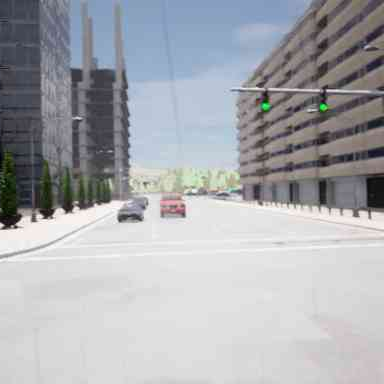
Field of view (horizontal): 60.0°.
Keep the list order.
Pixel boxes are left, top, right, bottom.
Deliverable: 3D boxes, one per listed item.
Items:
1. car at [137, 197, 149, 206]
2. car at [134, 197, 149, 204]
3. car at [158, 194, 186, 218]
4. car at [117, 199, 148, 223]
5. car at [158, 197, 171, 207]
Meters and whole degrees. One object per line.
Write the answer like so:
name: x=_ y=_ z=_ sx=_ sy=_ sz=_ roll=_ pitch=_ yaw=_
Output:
car: x=-8.313 y=1.546 z=56.274 sx=1.837 sy=1.490 sz=4.892 roll=-1 pitch=0 yaw=-7
car: x=-6.723 y=1.539 z=41.880 sx=1.837 sy=1.490 sz=4.892 roll=-1 pitch=0 yaw=-7
car: x=-1.840 y=1.186 z=30.083 sx=2.150 sy=2.045 sz=5.566 roll=-1 pitch=0 yaw=-7
car: x=-4.839 y=1.570 z=26.496 sx=2.033 sy=1.411 sz=5.357 roll=-1 pitch=0 yaw=-7
car: x=-4.456 y=1.523 z=53.094 sx=2.033 sy=1.411 sz=5.357 roll=-1 pitch=0 yaw=-6
